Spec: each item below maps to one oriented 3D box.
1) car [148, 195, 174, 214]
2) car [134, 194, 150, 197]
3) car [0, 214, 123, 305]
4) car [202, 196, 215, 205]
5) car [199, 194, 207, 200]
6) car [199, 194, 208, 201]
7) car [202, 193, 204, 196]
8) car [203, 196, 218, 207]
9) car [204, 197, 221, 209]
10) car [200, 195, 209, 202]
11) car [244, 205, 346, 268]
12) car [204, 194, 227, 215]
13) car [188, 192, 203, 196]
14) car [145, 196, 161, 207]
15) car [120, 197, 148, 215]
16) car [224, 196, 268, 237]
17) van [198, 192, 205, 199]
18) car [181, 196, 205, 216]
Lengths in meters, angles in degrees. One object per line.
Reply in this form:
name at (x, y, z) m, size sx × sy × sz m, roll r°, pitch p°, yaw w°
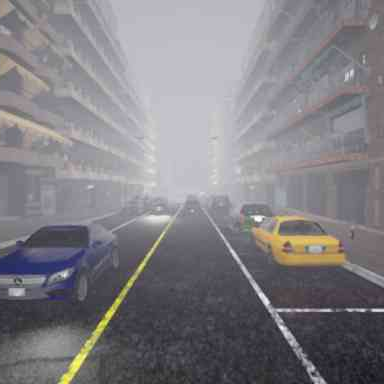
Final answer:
car at (-3.096, 1.385, 33.790) m, size 2.128 × 1.511 × 4.902 m, roll 0°, pitch 0°, yaw 0°
car at (-5.711, 1.195, 37.688) m, size 2.192 × 1.841 × 5.009 m, roll -1°, pitch 0°, yaw 0°
car at (-3.066, 1.500, 8.175) m, size 1.812 × 1.442 × 4.674 m, roll 0°, pitch 0°, yaw 0°
car at (2.644, 1.384, 54.743) m, size 1.947 × 1.339 × 4.313 m, roll -1°, pitch 0°, yaw 0°
car at (2.669, 1.287, 83.066) m, size 1.802 × 1.307 × 4.206 m, roll -1°, pitch 0°, yaw 0°
car at (2.669, 1.280, 77.401) m, size 2.008 × 1.369 × 4.403 m, roll -1°, pitch 0°, yaw 0°
car at (2.636, 1.195, 37.750) m, size 2.192 × 1.841 × 5.009 m, roll -1°, pitch 0°, yaw 0°
car at (2.639, 1.384, 49.079) m, size 1.887 × 1.381 × 4.507 m, roll -1°, pitch 0°, yaw 0°
car at (2.640, 1.426, 43.414) m, size 1.947 × 1.339 × 4.313 m, roll -1°, pitch 0°, yaw 0°
car at (2.672, 1.318, 71.736) m, size 1.947 × 1.339 × 4.313 m, roll -1°, pitch 0°, yaw 0°
car at (3.148, 1.423, 11.046) m, size 1.801 × 1.575 × 5.366 m, roll 0°, pitch 0°, yaw 0°
car at (2.636, 1.215, 32.084) m, size 2.192 × 1.841 × 5.009 m, roll -1°, pitch 0°, yaw 0°
car at (0.076, 1.197, 47.389) m, size 2.097 × 1.767 × 4.553 m, roll 0°, pitch 0°, yaw 0°
car at (-5.708, 1.384, 49.019) m, size 1.887 × 1.381 × 4.507 m, roll -1°, pitch 0°, yaw 0°
car at (-5.707, 1.444, 32.026) m, size 1.887 × 1.381 × 4.507 m, roll -1°, pitch 0°, yaw 0°
car at (3.111, 1.298, 17.827) m, size 2.097 × 1.767 × 4.553 m, roll 0°, pitch 0°, yaw 0°
van at (2.665, 0.997, 94.394) m, size 1.690 × 1.788 × 3.998 m, roll -1°, pitch 0°, yaw 0°
car at (0.046, 1.406, 31.518) m, size 1.837 × 1.490 × 4.892 m, roll 0°, pitch 0°, yaw 0°
